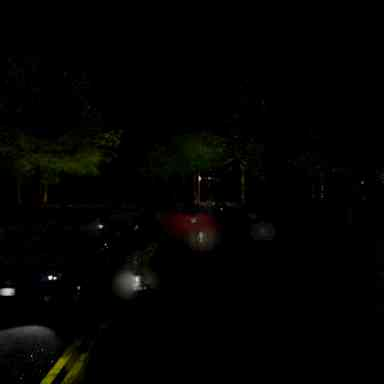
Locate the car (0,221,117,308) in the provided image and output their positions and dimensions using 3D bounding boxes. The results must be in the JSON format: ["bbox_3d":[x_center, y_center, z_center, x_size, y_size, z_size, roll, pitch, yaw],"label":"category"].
[{"bbox_3d":[-3.346,1.643,8.035,1.994,1.385,4.181,0,-1,0],"label":"car"}]

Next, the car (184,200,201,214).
[{"bbox_3d":[0.075,1.878,42.394,2.128,1.511,4.902,0,0,0],"label":"car"}]

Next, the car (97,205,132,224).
[{"bbox_3d":[-6.508,1.857,28.503,1.994,1.385,4.181,0,-1,0],"label":"car"}]

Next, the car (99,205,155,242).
[{"bbox_3d":[-3.348,1.650,17.726,1.882,1.535,5.008,0,-1,0],"label":"car"}]

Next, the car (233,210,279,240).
[{"bbox_3d":[3.347,1.700,17.872,1.812,1.442,4.674,0,-1,0],"label":"car"}]

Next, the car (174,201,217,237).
[{"bbox_3d":[0.095,1.540,19.325,2.097,1.767,4.553,0,-1,0],"label":"car"}]

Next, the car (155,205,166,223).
[{"bbox_3d":[-3.258,1.849,28.504,2.033,1.411,5.357,0,-1,0],"label":"car"}]

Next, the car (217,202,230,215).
[{"bbox_3d":[3.340,1.929,39.756,1.994,1.385,4.181,0,0,0],"label":"car"}]
